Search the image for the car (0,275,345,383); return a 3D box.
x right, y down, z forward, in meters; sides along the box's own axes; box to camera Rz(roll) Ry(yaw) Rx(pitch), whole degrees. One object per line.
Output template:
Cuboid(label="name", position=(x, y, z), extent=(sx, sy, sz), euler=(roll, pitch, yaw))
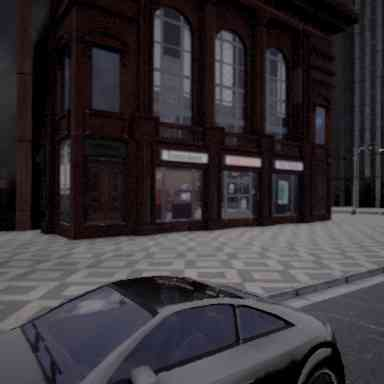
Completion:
Cuboid(label="car", position=(-0.483, 1.575, 3.034), extent=(4.181, 1.385, 1.994), euler=(1, 0, -35))
